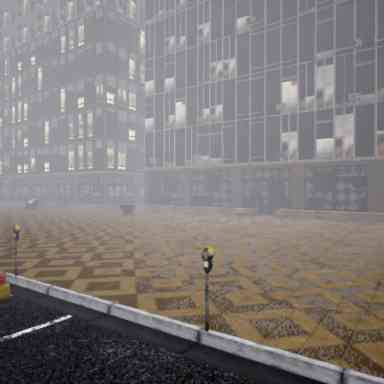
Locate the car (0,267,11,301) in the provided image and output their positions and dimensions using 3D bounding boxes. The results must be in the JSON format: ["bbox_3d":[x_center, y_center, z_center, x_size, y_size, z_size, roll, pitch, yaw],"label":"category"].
[{"bbox_3d":[-5.589,1.526,6.827,4.829,1.417,1.752,0,0,35],"label":"car"}]
